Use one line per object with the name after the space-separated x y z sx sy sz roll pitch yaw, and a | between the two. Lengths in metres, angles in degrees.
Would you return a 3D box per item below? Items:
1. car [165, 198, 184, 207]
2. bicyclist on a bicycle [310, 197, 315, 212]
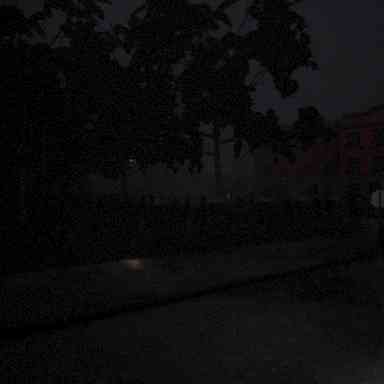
-2.966 1.536 46.078 2.128 1.511 4.902 0 0 -35 | car
13.676 1.409 37.206 1.656 1.620 0.582 0 0 -36 | bicyclist on a bicycle
